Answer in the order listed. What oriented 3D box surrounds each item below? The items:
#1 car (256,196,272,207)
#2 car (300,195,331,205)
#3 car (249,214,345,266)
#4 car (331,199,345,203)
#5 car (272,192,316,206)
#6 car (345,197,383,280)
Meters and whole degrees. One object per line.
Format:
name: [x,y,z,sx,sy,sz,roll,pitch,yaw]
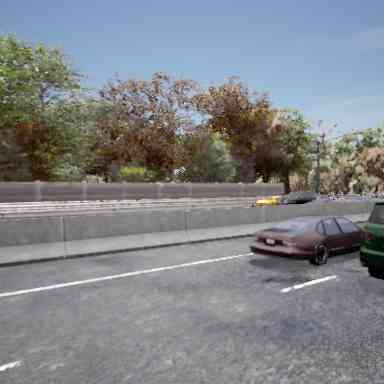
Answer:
car: [10.079,1.245,41.028,5.008,1.535,1.882,0,0,-35]
car: [13.852,1.309,35.131,4.181,1.385,1.994,-1,0,-35]
car: [4.351,1.468,11.203,5.357,1.411,2.033,-1,0,-35]
car: [16.223,1.219,32.521,4.902,1.511,2.128,0,0,-35]
car: [12.151,0.978,38.209,5.566,2.045,2.150,0,0,-35]
car: [6.505,1.127,8.444,5.566,2.045,2.150,-1,0,-35]
